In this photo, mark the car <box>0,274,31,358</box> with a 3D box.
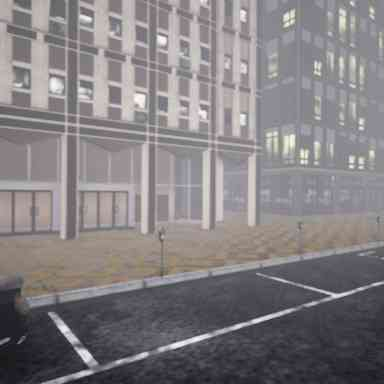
[{"bbox_3d":[-4.184,1.536,3.577,4.403,1.369,2.008,1,-1,-35],"label":"car"}]
